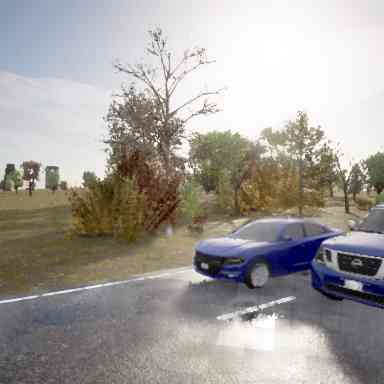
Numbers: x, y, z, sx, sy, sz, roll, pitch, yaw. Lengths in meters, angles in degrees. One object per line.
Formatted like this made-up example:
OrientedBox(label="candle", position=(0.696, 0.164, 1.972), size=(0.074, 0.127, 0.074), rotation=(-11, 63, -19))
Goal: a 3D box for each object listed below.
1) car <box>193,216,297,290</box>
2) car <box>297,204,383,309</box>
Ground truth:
OrientedBox(label="car", position=(2.343, 1.478, 9.319), size=(5.008, 1.535, 1.882), rotation=(0, 0, -35))
OrientedBox(label="car", position=(4.984, 1.222, 7.207), size=(5.566, 2.045, 2.150), rotation=(0, 0, -35))
